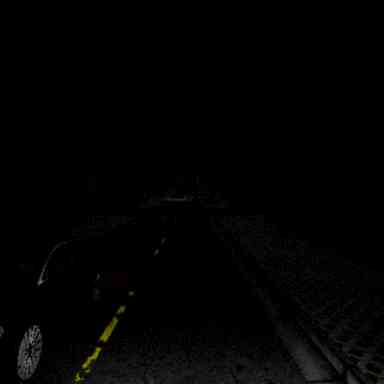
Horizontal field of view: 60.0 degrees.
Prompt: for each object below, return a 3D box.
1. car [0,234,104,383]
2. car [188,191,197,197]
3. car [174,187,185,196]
[{"bbox_3d":[-2.843,1.527,5.492,2.128,1.511,4.902,0,0,0],"label":"car"},{"bbox_3d":[0.062,0.415,73.473,1.994,1.385,4.181,0,2,0],"label":"car"},{"bbox_3d":[-2.688,-0.130,73.586,2.150,2.045,5.566,0,2,0],"label":"car"}]
